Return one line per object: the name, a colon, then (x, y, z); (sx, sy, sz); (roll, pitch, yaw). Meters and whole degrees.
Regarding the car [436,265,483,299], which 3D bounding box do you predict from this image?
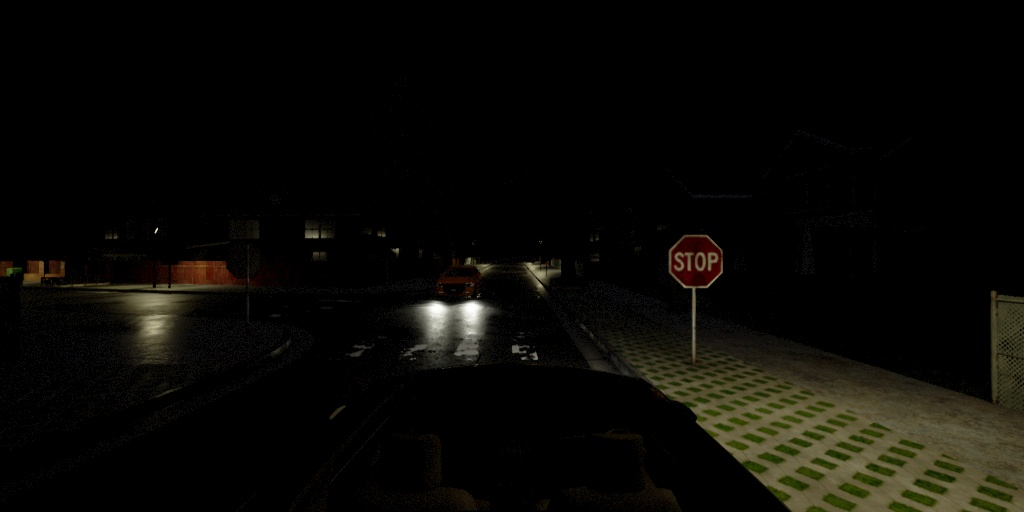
car: (-2.596, 1.239, 18.552); (1.882, 1.535, 5.008); (0, 0, 1)
